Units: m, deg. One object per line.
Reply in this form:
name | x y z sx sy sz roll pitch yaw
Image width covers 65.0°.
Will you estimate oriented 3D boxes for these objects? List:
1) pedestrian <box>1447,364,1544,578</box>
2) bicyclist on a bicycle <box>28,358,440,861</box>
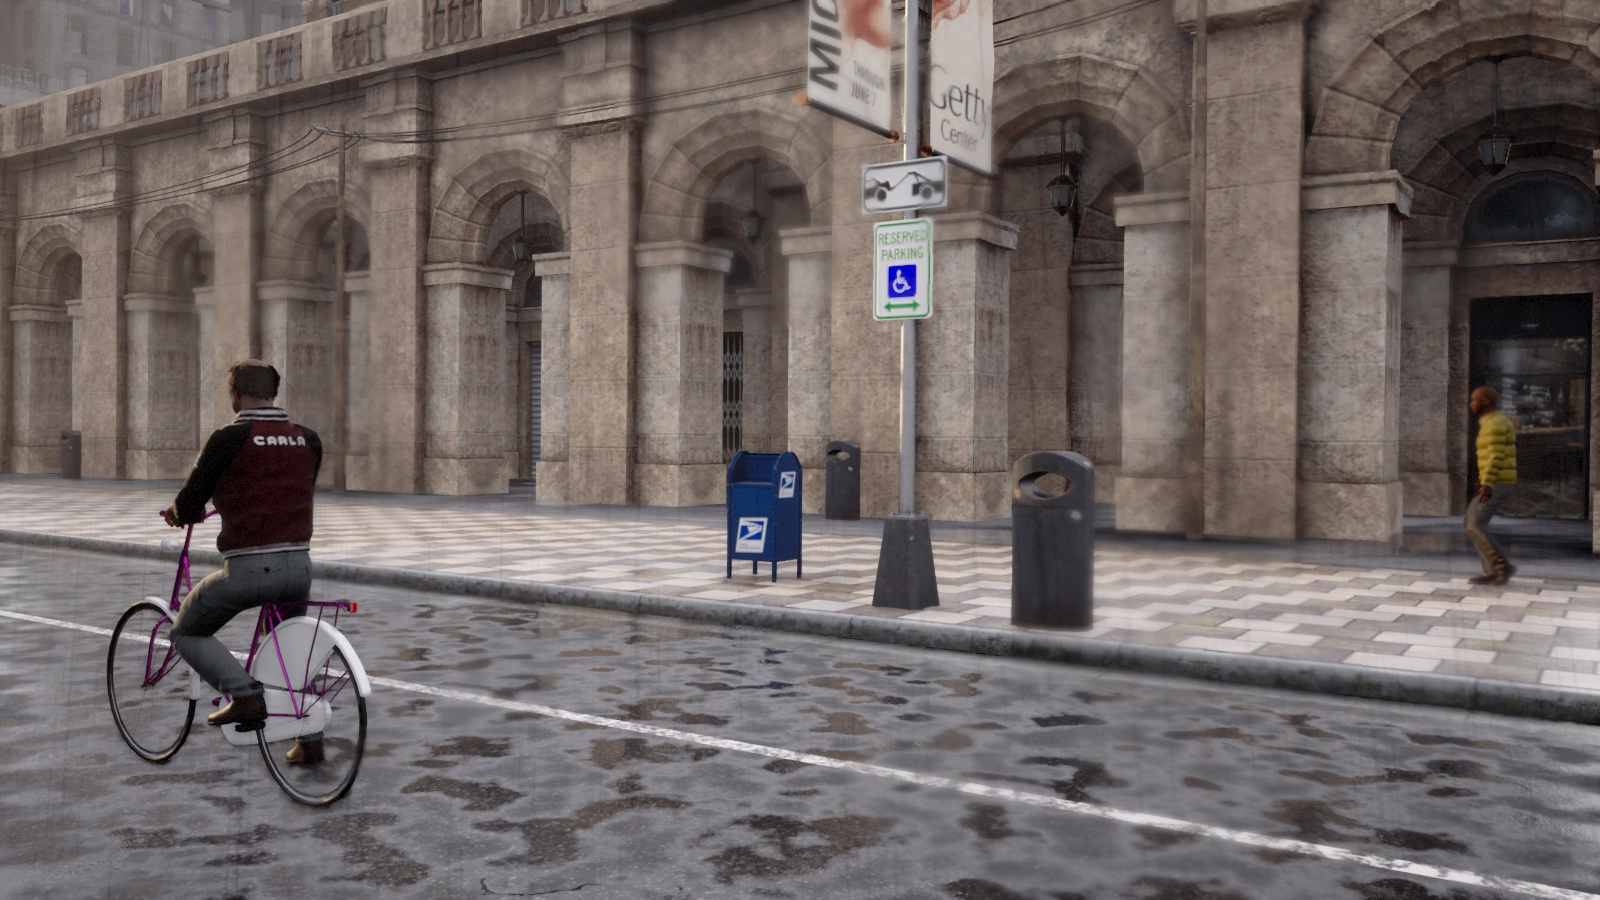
pedestrian | 6.163 0.180 11.126 0.726 1.835 0.370 0 1 33
bicyclist on a bicycle | -2.383 0.552 5.205 1.843 1.776 0.659 0 1 34
